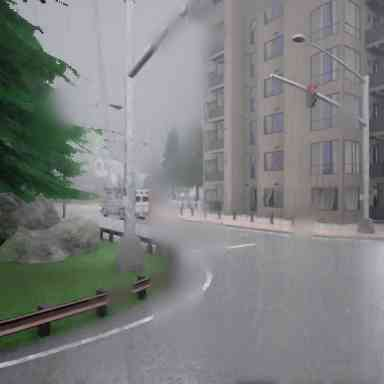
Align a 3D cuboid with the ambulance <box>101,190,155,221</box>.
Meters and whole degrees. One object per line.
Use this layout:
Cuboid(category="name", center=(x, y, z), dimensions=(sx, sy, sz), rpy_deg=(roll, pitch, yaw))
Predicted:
Cuboid(category="ambulance", center=(-5.600, 1.046, 27.811), dimensions=(2.351, 2.431, 6.366), rpy_deg=(0, 0, -36))
